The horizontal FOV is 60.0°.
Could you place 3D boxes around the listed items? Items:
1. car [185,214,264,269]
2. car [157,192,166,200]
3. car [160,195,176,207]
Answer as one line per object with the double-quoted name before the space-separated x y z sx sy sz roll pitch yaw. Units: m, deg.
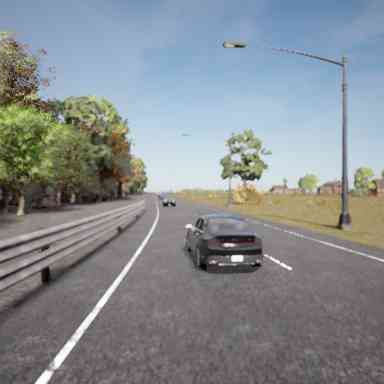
"car" 0.924 1.500 11.155 1.837 1.490 4.892 0 0 -6
"car" -7.848 1.375 89.051 2.033 1.411 5.357 0 0 -6
"car" -3.549 1.525 50.881 1.895 1.301 4.718 0 0 -6
